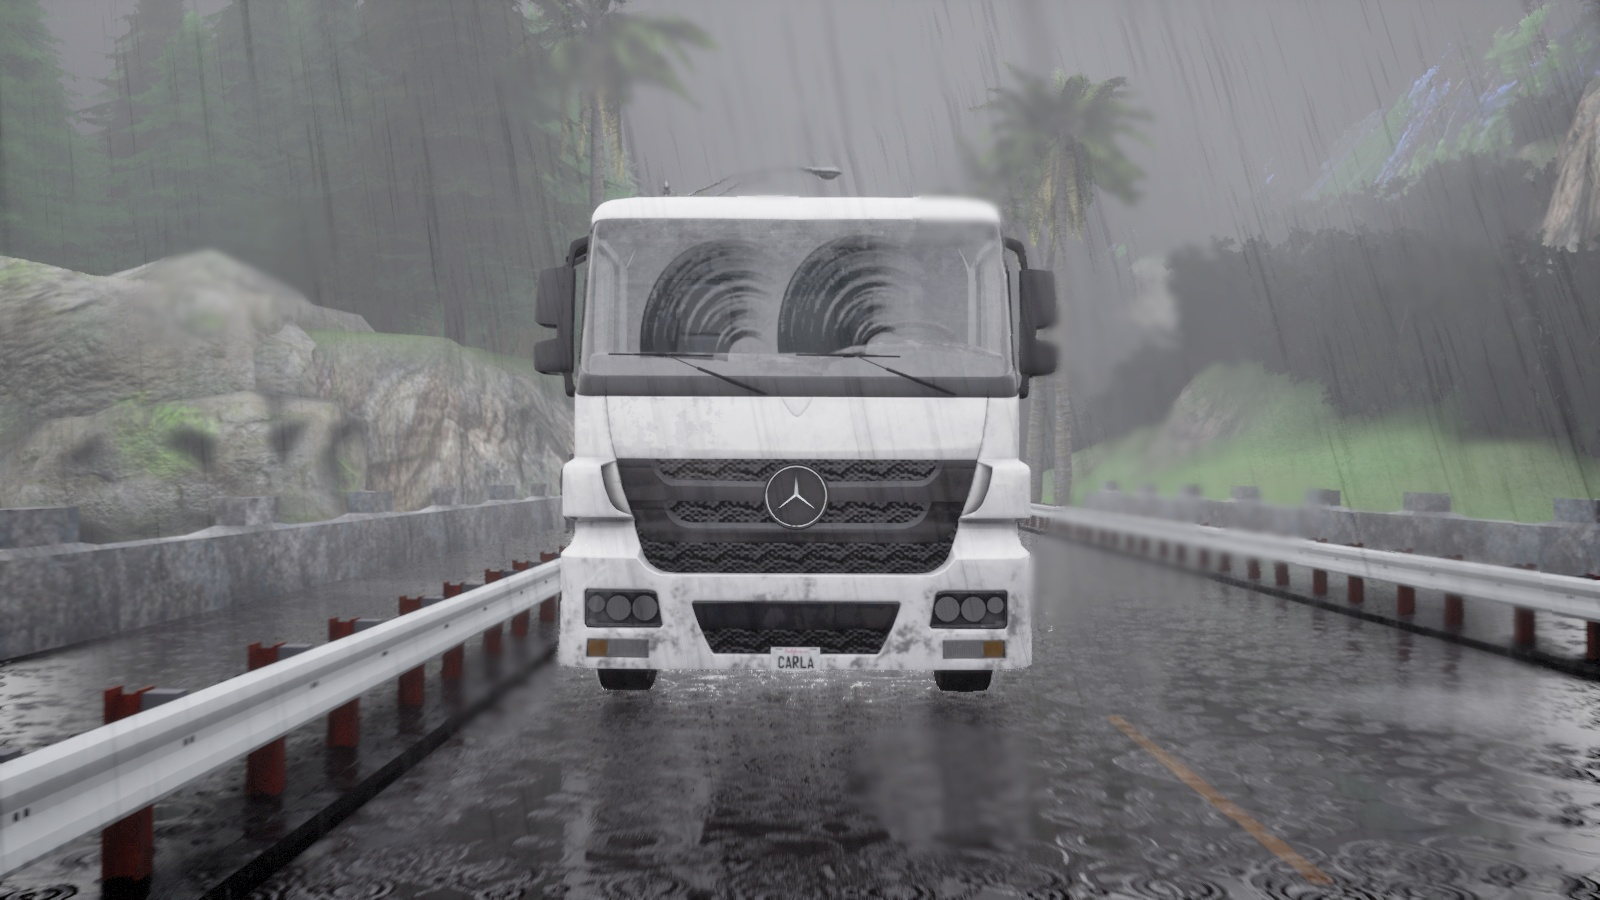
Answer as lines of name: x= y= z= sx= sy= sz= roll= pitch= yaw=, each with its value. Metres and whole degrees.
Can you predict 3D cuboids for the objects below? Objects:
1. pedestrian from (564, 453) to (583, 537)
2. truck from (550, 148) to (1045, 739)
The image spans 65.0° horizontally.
pedestrian: x=-5.235 y=1.032 z=29.043 sx=0.402 sy=1.930 sz=0.666 roll=0 pitch=-1 yaw=-12
truck: x=-0.028 y=0.023 z=11.344 sx=2.891 sy=3.462 sz=7.936 roll=0 pitch=-1 yaw=0
